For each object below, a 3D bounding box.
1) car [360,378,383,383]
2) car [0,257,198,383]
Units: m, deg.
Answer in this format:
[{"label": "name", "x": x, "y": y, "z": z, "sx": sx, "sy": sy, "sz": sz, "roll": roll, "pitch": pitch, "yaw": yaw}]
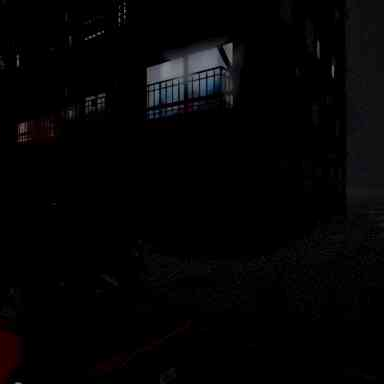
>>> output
[{"label": "car", "x": 2.551, "y": 1.566, "z": 1.055, "sx": 4.313, "sy": 1.339, "sz": 1.947, "roll": 0, "pitch": 0, "yaw": 36}, {"label": "car", "x": -2.036, "y": 1.545, "z": 4.330, "sx": 4.507, "sy": 1.381, "sz": 1.887, "roll": 0, "pitch": 0, "yaw": 36}]
